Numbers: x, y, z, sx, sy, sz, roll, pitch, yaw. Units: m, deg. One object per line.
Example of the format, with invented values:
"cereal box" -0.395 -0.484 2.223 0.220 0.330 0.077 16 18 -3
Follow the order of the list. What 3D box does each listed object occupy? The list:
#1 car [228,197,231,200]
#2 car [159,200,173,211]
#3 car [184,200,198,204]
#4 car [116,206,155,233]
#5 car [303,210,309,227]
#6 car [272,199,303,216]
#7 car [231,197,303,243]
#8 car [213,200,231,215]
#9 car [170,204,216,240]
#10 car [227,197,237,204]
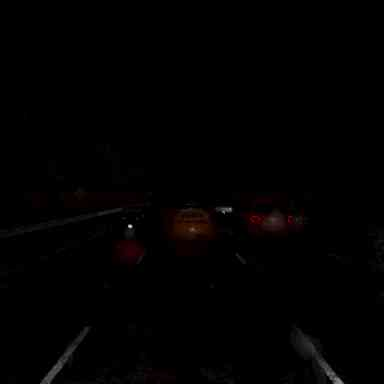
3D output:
"car" 6.836 1.889 49.034 2.128 1.511 4.902 0 0 0
"car" -3.653 1.892 47.652 1.837 1.490 4.892 0 0 0
"car" -0.165 1.907 49.421 1.837 1.490 4.892 0 0 0
"car" -3.498 1.679 21.123 1.837 1.490 4.892 0 0 0
"car" 6.983 1.690 24.325 2.128 1.511 4.902 0 0 0
"car" 10.354 1.647 36.479 2.097 1.767 4.553 0 -1 0
"car" 3.528 1.361 16.947 2.150 2.045 5.566 0 0 0
"car" 3.402 1.912 38.323 1.895 1.301 4.718 0 0 0
"car" 0.021 1.624 17.879 1.882 1.535 5.008 0 0 0
"car" 10.032 2.033 83.513 2.097 1.767 4.553 0 0 0
